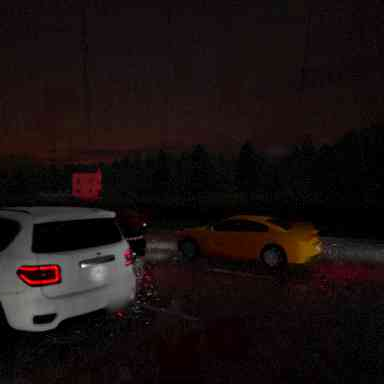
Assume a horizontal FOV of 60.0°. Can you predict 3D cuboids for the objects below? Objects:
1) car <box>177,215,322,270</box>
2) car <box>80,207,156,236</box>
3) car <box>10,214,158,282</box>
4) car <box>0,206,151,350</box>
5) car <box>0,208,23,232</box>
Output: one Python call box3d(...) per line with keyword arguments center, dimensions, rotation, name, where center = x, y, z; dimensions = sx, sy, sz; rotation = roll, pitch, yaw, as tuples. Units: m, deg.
box3d(center=(1.744, 1.533, 11.345), dimensions=(5.008, 1.535, 1.882), rotation=(-1, 0, 35), name="car")
box3d(center=(-4.551, 1.693, 20.133), dimensions=(4.674, 1.442, 1.812), rotation=(-1, 0, 36), name="car")
box3d(center=(-3.662, 1.593, 10.903), dimensions=(4.902, 1.511, 2.128), rotation=(-1, 0, 35), name="car")
box3d(center=(-3.584, 1.295, 6.550), dimensions=(5.566, 2.045, 2.150), rotation=(-1, 0, 35), name="car")
box3d(center=(-13.816, 1.812, 22.443), dimensions=(5.357, 1.411, 2.033), rotation=(-1, 0, 35), name="car")
